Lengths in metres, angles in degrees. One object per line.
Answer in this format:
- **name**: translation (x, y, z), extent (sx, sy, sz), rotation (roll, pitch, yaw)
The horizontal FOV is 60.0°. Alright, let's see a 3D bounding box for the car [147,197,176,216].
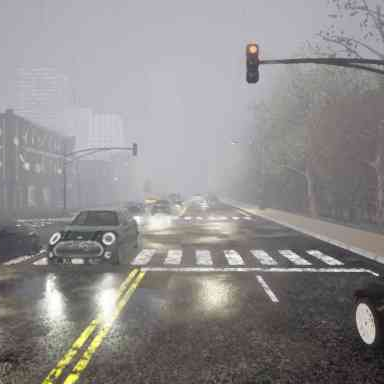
- **car**: translation (-2.871, 1.495, 32.681), extent (1.837, 1.490, 4.892), rotation (0, 0, 1)

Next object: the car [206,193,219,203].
- **car**: translation (4.320, 1.480, 66.131), extent (1.837, 1.490, 4.892), rotation (0, 0, 1)

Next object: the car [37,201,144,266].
- **car**: translation (-3.181, 1.350, 11.573), extent (2.097, 1.767, 4.553), rotation (0, 0, 1)

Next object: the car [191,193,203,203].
- **car**: translation (1.071, 1.197, 66.094), extent (2.150, 2.045, 5.566), rotation (0, 0, 1)

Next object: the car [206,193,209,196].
- **car**: translation (4.373, 1.195, 76.594), extent (2.150, 2.045, 5.566), rotation (0, 0, 1)

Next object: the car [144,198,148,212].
- **car**: translation (-6.082, 1.590, 35.458), extent (1.895, 1.301, 4.718), rotation (0, 0, 1)

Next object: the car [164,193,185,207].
- **car**: translation (-2.604, 1.205, 50.714), extent (2.150, 2.045, 5.566), rotation (0, 0, 1)

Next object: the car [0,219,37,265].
- **car**: translation (-6.450, 1.563, 10.353), extent (1.994, 1.385, 4.181), rotation (0, 0, 1)

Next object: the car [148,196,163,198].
- **car**: translation (-5.868, 1.460, 49.660), extent (1.882, 1.535, 5.008), rotation (0, 0, 1)

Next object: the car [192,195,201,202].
- **car**: translation (1.124, 1.509, 76.718), extent (2.033, 1.411, 5.357), rotation (0, 0, 1)

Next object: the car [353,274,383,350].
- **car**: translation (3.393, 1.477, 3.176), extent (1.882, 1.535, 5.008), rotation (0, 0, 1)
